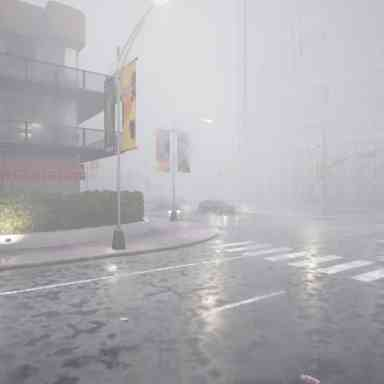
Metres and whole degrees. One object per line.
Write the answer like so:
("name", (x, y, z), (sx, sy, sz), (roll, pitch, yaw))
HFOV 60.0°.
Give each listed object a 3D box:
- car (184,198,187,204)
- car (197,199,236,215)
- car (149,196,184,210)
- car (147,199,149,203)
("car", (-2.419, 1.547, 62.047), (2.033, 1.411, 5.357), (0, 0, -19))
("car", (2.451, 1.505, 33.846), (1.837, 1.490, 4.892), (0, 0, -35))
("car", (-3.324, 1.564, 42.115), (1.994, 1.385, 4.181), (0, 0, -35))
("car", (-6.023, 1.491, 59.267), (4.902, 1.511, 2.128), (0, 0, 42))
